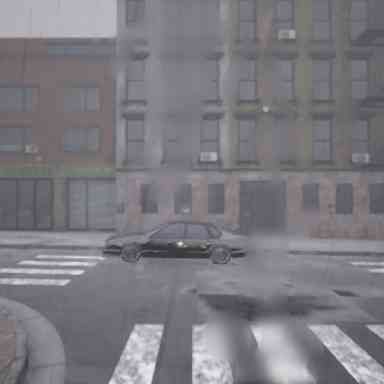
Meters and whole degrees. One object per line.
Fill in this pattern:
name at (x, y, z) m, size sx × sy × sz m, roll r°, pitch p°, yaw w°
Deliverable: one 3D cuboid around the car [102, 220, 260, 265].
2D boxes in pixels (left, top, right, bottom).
car at (-0.359, 1.729, 11.923) m, size 5.357 × 1.411 × 2.033 m, roll 1°, pitch -1°, yaw 0°
